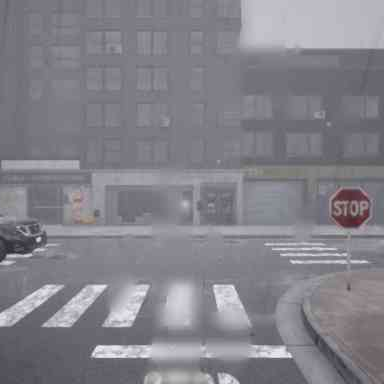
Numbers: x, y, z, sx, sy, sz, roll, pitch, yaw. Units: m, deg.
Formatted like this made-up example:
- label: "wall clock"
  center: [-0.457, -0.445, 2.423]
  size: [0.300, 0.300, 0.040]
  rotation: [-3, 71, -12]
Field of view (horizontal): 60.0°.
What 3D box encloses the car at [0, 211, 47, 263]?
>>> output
- label: "car"
  center: [-7.880, 1.235, 11.099]
  size: [5.566, 2.045, 2.150]
  rotation: [0, 0, 0]
